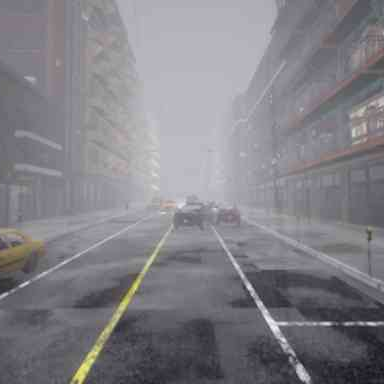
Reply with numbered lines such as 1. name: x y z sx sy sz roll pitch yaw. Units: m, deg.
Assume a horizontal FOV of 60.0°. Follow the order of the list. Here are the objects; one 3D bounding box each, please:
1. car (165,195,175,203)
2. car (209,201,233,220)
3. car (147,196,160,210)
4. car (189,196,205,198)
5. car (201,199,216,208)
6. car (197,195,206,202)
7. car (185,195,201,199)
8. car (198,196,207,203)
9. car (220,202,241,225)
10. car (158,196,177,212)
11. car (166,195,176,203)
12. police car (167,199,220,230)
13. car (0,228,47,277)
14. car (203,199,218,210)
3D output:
1. car: -5.291 1.739 80.307 2.192 1.841 5.009 1 0 0
2. car: 2.585 1.648 30.640 1.752 1.417 4.829 1 0 0
3. car: -5.296 1.734 46.953 1.752 1.417 4.829 2 0 0
4. car: 0.825 1.614 37.801 1.801 1.575 5.366 0 0 0
5. car: 2.583 1.791 52.592 2.008 1.369 4.403 1 0 0
6. car: 2.554 1.821 91.308 2.192 1.841 5.009 1 0 0
7. car: 0.000 1.490 57.353 2.150 2.045 5.566 0 0 0
8. car: 2.593 1.863 80.246 1.967 1.590 4.097 1 0 0
9. car: 2.584 1.641 24.938 1.887 1.381 4.507 1 0 0
10. car: -2.841 1.661 42.384 1.882 1.535 5.008 0 0 0
11. car: -5.291 1.779 85.837 2.192 1.841 5.009 1 0 0
12. police car: 0.275 1.508 21.988 1.930 1.638 5.238 0 0 15
13. car: -5.294 1.554 8.247 1.752 1.417 4.829 2 0 0
14. car: 2.584 1.754 47.060 1.887 1.381 4.507 1 0 0
